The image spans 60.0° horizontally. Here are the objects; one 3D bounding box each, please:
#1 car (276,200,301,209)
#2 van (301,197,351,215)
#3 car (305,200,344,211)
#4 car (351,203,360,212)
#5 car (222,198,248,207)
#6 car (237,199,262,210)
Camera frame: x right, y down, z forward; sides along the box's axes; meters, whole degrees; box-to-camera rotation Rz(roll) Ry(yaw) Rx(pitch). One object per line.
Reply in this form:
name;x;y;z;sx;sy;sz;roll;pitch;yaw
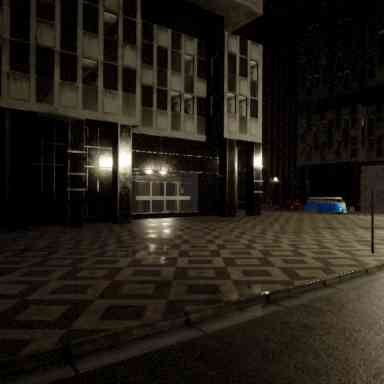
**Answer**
car;14.093;1.817;48.315;1.802;1.307;4.206;0;0;-36
van;13.734;1.424;34.161;1.690;1.788;3.998;0;0;-36
car;17.379;1.748;43.720;2.008;1.369;4.403;0;0;-36
car;20.664;1.724;39.125;1.947;1.339;4.313;0;0;-36
car;7.423;1.838;57.643;1.752;1.417;4.829;0;0;-36
car;7.164;1.705;43.350;1.887;1.381;4.507;0;0;-36
